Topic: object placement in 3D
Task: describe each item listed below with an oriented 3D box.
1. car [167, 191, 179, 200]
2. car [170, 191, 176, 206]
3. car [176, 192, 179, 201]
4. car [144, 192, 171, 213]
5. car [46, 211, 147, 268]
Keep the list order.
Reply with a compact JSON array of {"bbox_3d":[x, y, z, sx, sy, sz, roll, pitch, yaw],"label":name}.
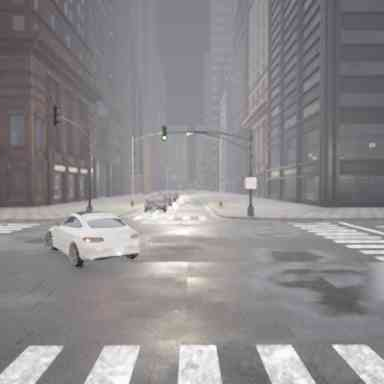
[{"bbox_3d":[-3.300,0.581,58.852,1.994,1.385,4.181,0,1,0],"label":"car"},{"bbox_3d":[-3.213,0.841,39.113,1.837,1.490,4.892,0,1,0],"label":"car"},{"bbox_3d":[-3.222,0.776,48.943,1.895,1.301,4.718,0,1,0],"label":"car"},{"bbox_3d":[-3.154,1.014,29.941,1.812,1.442,4.674,0,1,-1],"label":"car"},{"bbox_3d":[-3.297,1.354,10.792,1.812,1.442,4.674,-1,1,-36],"label":"car"}]
